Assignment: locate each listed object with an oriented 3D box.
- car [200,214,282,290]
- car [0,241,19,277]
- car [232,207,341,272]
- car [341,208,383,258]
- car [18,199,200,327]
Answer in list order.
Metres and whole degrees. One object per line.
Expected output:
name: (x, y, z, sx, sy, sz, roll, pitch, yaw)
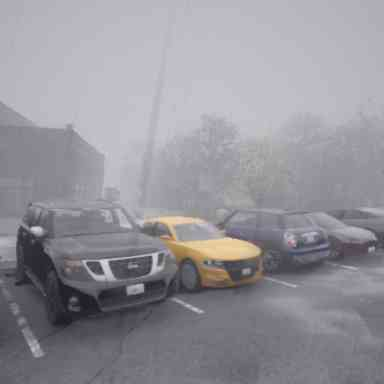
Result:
car: (-0.258, 1.457, 9.269, 2.097, 1.535, 5.008, 0, 0, -35)
car: (-4.804, 1.481, 6.027, 2.231, 1.521, 4.892, 0, 0, -35)
car: (2.025, 1.306, 10.852, 2.185, 1.767, 4.553, -1, 0, -35)
car: (4.293, 1.428, 12.472, 2.163, 1.488, 4.792, -1, 0, -35)
car: (-2.514, 1.222, 7.618, 2.435, 2.045, 5.566, 0, 0, -35)
